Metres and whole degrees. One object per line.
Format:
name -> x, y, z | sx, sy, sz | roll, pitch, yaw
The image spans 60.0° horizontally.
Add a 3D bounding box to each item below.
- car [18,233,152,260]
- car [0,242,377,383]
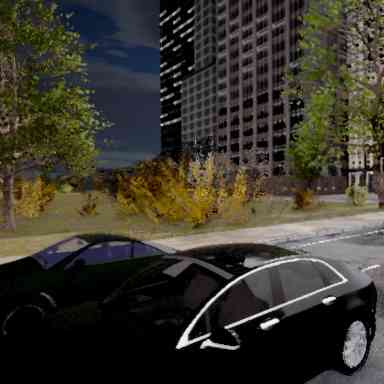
car -> -1.950, 1.515, 6.278 | 4.181, 1.385, 1.994 | -2, 1, -35
car -> 0.280, 1.448, 3.874 | 4.892, 1.490, 1.837 | -2, 1, -35
